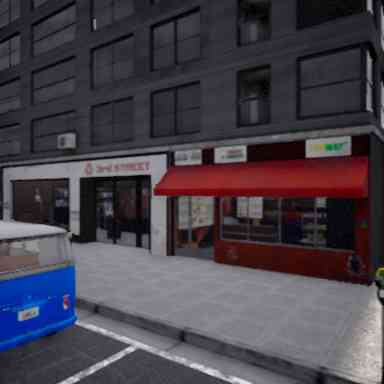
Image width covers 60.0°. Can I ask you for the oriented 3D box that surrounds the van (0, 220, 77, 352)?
[{"bbox_3d":[-3.619,1.342,5.389,3.998,1.788,1.690,0,0,35],"label":"van"}]
